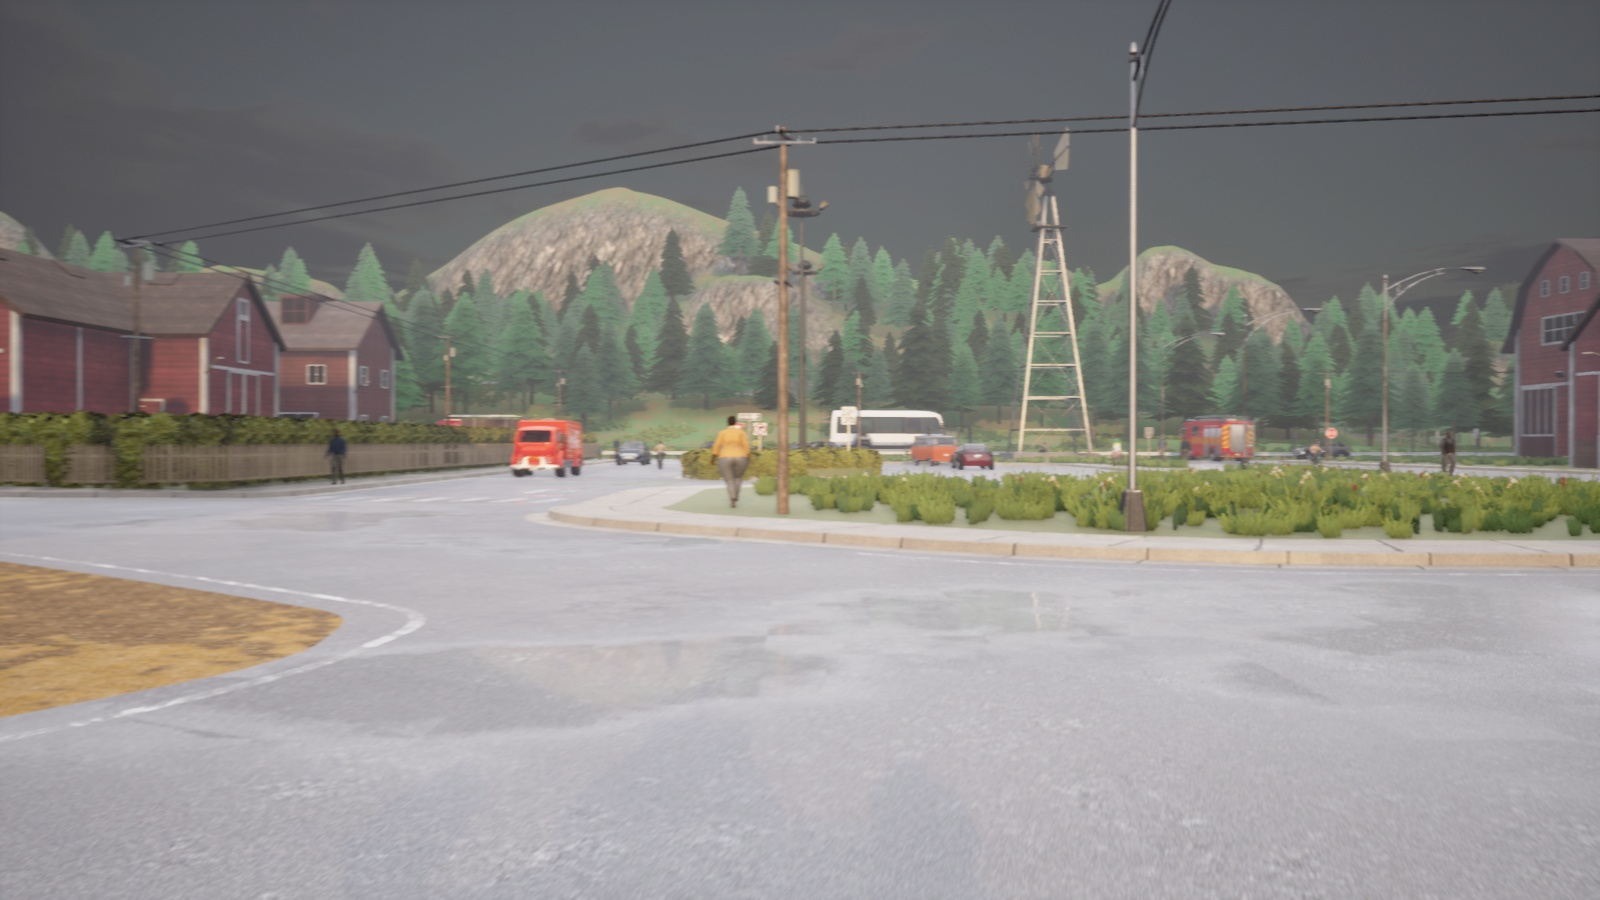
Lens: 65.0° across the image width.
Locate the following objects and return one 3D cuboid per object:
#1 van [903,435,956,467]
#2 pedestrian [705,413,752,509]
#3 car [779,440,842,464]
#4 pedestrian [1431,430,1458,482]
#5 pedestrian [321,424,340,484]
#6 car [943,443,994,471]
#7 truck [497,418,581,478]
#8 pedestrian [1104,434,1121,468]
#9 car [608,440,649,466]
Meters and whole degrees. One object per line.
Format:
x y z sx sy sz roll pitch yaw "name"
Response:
8.325 0.063 80.969 1.775 1.987 4.442 0 0 -17 "van"
-1.418 0.208 24.907 0.874 1.855 0.900 0 0 -7 "pedestrian"
0.740 0.151 87.127 3.988 1.617 1.851 0 0 16 "car"
23.784 0.214 46.350 0.563 1.883 0.849 0 0 -2 "pedestrian"
-14.526 0.135 38.848 0.370 1.835 0.726 0 0 -4 "pedestrian"
9.428 0.375 70.671 2.163 1.488 4.792 0 0 0 "car"
-11.301 -0.088 54.799 2.627 2.467 5.204 0 0 0 "truck"
18.078 0.043 72.605 0.659 1.952 0.873 0 0 -8 "pedestrian"
-11.387 0.165 83.613 2.033 1.649 4.856 0 0 0 "car"
